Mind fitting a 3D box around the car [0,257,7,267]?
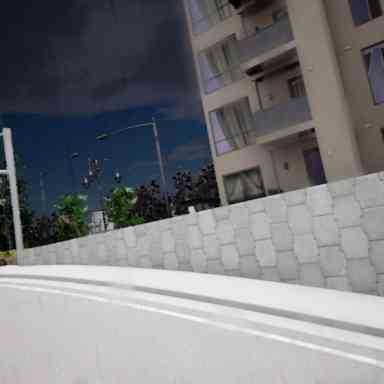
[{"bbox_3d":[-17.481,5.905,27.022,1.994,1.385,4.181,-15,-9,35],"label":"car"}]
